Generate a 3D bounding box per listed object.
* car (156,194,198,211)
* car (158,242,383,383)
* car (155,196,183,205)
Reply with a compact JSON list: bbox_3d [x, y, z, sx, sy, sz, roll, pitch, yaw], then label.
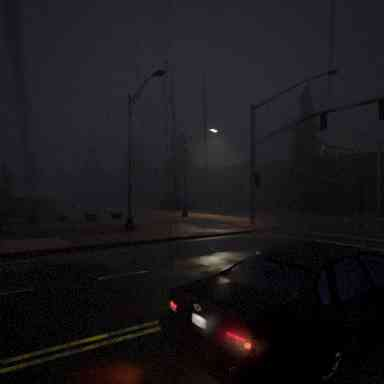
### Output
[{"bbox_3d":[-1.703,1.218,40.243,2.150,2.045,5.566,0,0,-39],"label":"car"},{"bbox_3d":[2.142,1.547,5.306,5.357,1.411,2.033,0,0,-35],"label":"car"},{"bbox_3d":[-4.218,1.512,60.757,4.718,1.301,1.895,-3,2,27],"label":"car"}]
